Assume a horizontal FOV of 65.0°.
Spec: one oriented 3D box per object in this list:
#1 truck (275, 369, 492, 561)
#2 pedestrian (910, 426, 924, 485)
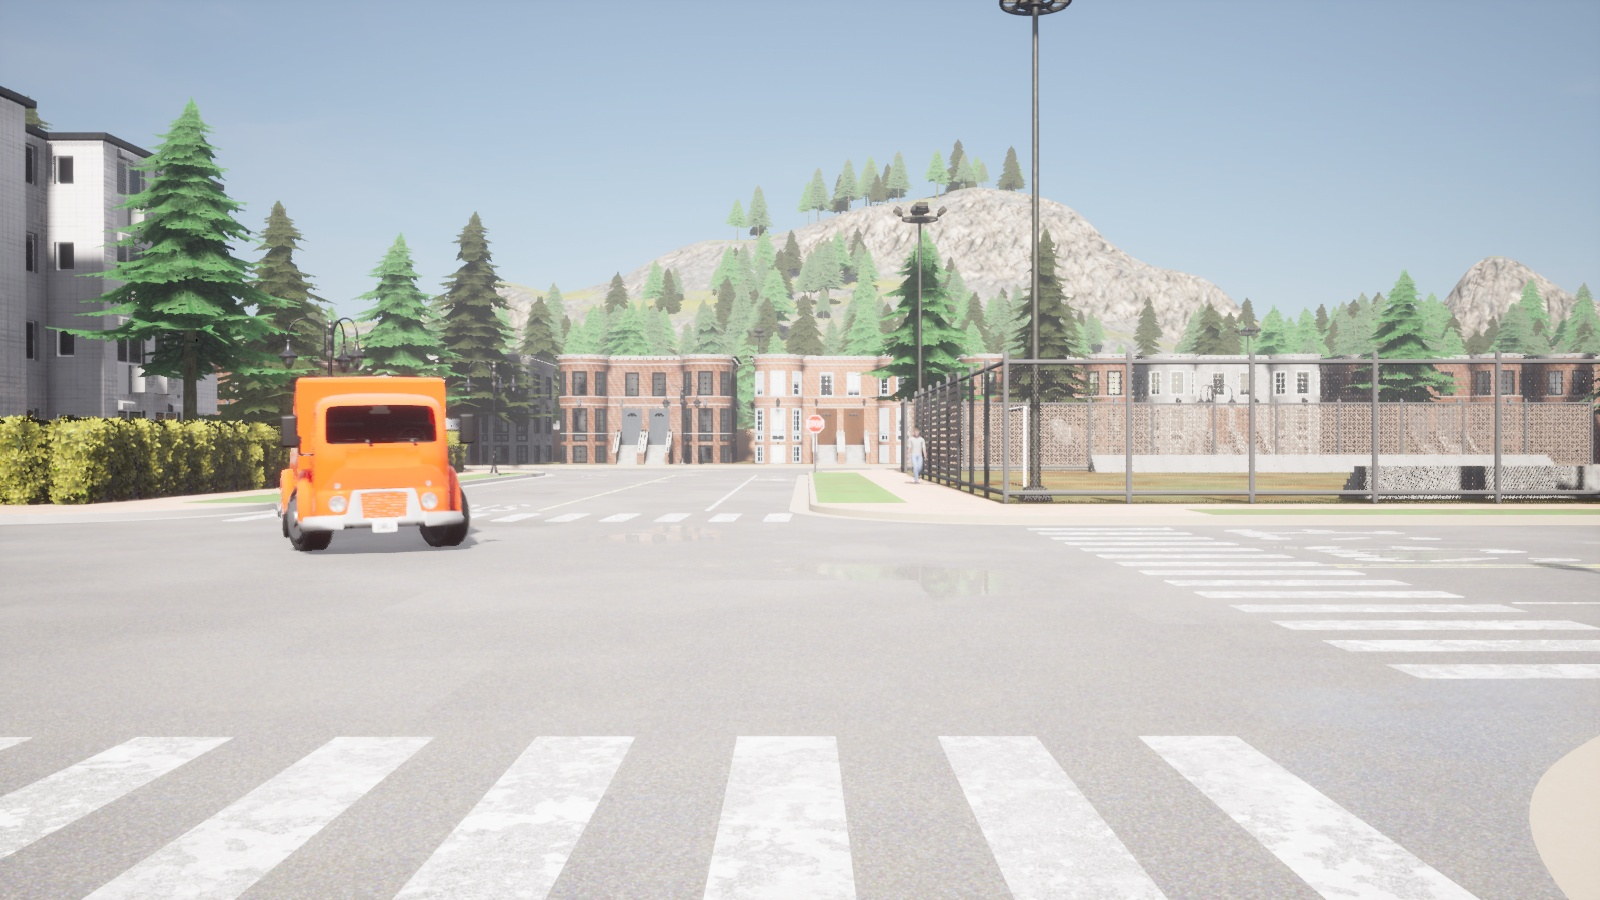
[{"bbox_3d":[-6.458,0.143,18.983,2.627,2.467,5.204,-1,1,-23],"label":"truck"},{"bbox_3d":[3.714,0.173,39.884,0.354,1.836,0.706,0,0,0],"label":"pedestrian"}]
